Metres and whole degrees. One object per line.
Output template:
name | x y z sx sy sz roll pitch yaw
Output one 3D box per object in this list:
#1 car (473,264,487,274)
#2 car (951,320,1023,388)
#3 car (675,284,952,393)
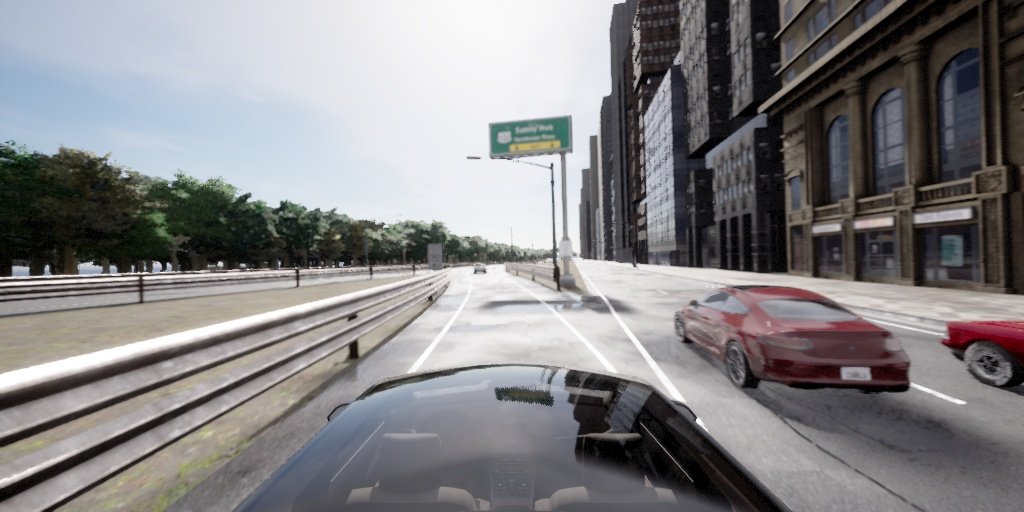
car | -4.599 1.848 51.671 1.895 1.301 4.718 -2 -1 -6
car | 7.490 1.203 3.528 1.895 1.301 4.718 -2 -1 9
car | 4.443 1.241 6.519 1.812 1.442 4.674 -2 -1 9
